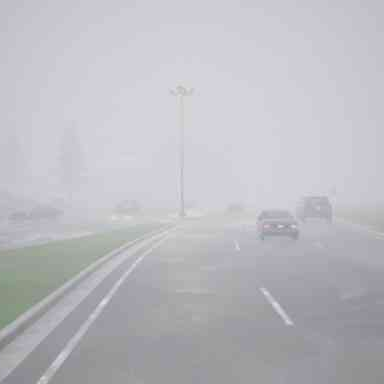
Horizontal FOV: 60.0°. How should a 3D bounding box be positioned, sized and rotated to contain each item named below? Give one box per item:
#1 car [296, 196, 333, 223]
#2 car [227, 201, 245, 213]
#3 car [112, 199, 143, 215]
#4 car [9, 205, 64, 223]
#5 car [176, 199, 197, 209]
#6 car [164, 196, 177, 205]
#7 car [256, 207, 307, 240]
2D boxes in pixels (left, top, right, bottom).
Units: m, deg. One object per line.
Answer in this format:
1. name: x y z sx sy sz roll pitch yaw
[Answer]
1. car: 9.758 1.334 26.805 2.150 2.045 5.566 0 0 12
2. car: 5.367 1.786 39.833 1.895 1.301 4.718 0 0 12
3. car: -7.172 1.547 37.169 2.097 1.767 4.553 0 0 12
4. car: -12.819 1.761 27.752 1.895 1.301 4.718 0 0 13
5. car: -0.439 1.801 51.836 2.033 1.411 5.357 0 0 12
6. car: -4.221 1.687 67.235 2.097 1.767 4.553 0 0 12
7. car: 4.423 1.625 17.563 2.033 1.411 5.357 0 0 9
